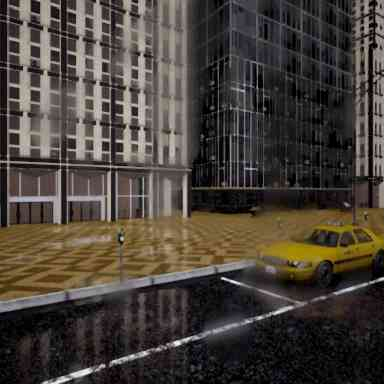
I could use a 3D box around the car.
[{"bbox_3d":[3.830,1.525,9.270,4.829,1.417,1.752,0,0,-35],"label":"car"}]
